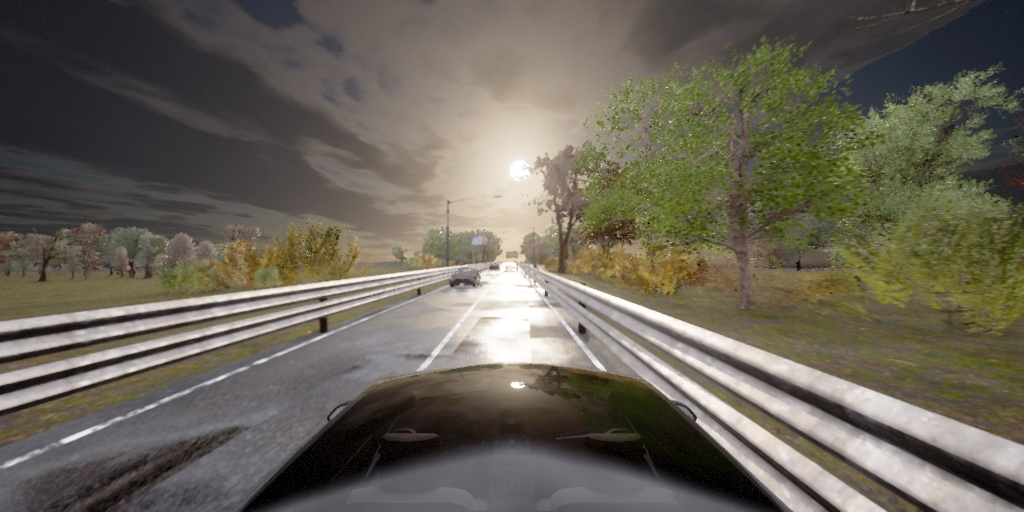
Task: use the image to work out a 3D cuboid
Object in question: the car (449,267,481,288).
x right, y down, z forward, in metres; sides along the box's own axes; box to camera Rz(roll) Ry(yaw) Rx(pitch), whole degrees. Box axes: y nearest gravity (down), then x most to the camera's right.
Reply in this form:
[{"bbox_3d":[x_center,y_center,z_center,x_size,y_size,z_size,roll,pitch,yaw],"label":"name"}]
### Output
[{"bbox_3d":[-3.354,1.554,26.624,2.033,1.411,5.357,0,-1,0],"label":"car"}]
